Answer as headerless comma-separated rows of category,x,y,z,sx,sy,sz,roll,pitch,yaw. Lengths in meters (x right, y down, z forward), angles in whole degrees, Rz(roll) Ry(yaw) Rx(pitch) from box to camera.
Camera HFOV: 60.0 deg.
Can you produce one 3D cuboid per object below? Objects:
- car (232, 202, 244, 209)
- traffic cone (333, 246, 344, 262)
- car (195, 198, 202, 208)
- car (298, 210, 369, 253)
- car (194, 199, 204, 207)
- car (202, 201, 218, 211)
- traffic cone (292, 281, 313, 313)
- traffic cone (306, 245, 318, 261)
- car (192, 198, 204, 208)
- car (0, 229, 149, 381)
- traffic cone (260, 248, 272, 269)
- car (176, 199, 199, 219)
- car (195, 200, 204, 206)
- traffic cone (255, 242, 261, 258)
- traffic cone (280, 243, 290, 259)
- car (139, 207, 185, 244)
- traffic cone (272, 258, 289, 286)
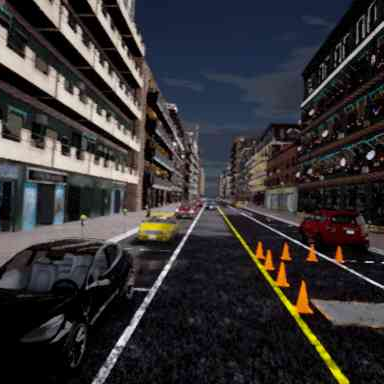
car,9.583,2.735,67.242,1.752,1.417,4.829,3,-1,3
traffic cone,5.611,2.357,12.704,0.340,0.580,0.340,3,-1,3
car,-0.316,1.763,39.405,2.192,1.841,5.009,3,-1,3
car,6.812,1.813,16.428,2.192,1.841,5.009,3,-1,3
car,1.526,2.358,73.167,1.967,1.590,4.097,3,-1,3
car,3.241,2.283,55.409,2.128,1.511,4.902,3,-1,3
traffic cone,2.291,2.140,6.879,0.340,0.580,0.340,3,-1,3
traffic cone,4.614,2.313,12.759,0.340,0.580,0.340,3,-1,3
car,1.224,2.155,67.542,2.192,1.841,5.009,3,-1,3
car,-2.177,1.537,5.636,1.947,1.339,4.313,3,-1,3
traffic cone,2.510,2.197,10.872,0.340,0.580,0.340,3,-1,3
car,-0.631,1.809,33.776,1.967,1.590,4.097,3,-1,3
car,1.829,2.541,78.794,1.887,1.381,4.507,3,-1,3
traffic cone,2.619,2.225,12.869,0.340,0.580,0.340,3,-1,3
traffic cone,3.616,2.269,12.815,0.340,0.580,0.340,3,-1,3
car,-1.568,1.654,16.722,1.752,1.417,4.829,3,-1,3
traffic cone,2.400,2.169,8.876,0.340,0.580,0.340,3,-1,3
